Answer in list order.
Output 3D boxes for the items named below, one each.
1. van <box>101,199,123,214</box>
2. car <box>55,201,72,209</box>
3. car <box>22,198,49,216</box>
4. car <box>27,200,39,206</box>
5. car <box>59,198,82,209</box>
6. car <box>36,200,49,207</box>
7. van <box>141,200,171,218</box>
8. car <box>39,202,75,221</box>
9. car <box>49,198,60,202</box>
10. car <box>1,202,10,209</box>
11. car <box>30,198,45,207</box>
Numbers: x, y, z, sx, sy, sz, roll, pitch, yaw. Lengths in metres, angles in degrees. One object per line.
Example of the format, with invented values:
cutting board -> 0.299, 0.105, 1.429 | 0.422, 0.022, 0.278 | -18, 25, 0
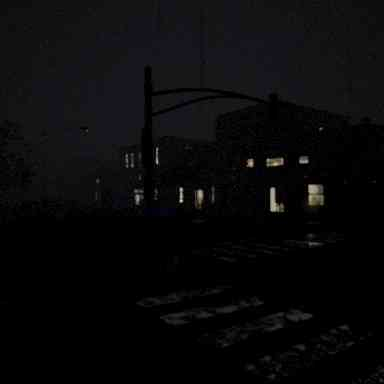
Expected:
van -> -10.430, 1.852, 43.263 | 1.690, 1.788, 3.998 | -2, 0, -36
car -> -23.773, 2.416, 61.547 | 1.802, 1.307, 4.206 | -2, 0, -36
car -> -20.534, 1.993, 42.947 | 2.192, 1.841, 5.009 | -2, 0, -36
car -> -40.462, 2.791, 84.400 | 2.008, 1.369, 4.403 | -2, 0, -36
car -> -20.443, 2.068, 56.976 | 2.192, 1.841, 5.009 | -2, 0, -36
car -> -33.887, 2.605, 75.396 | 1.752, 1.417, 4.829 | -2, 0, -36
van -> -3.755, 1.691, 34.123 | 1.690, 1.788, 3.998 | -2, 0, -36
car -> -13.752, 2.040, 33.669 | 1.752, 1.417, 4.829 | -2, 0, -36
car -> -23.520, 2.025, 56.813 | 2.150, 2.045, 5.566 | -1, 0, -36
car -> -37.115, 2.606, 65.662 | 1.752, 1.417, 4.829 | -2, 0, -36
car -> -37.131, 2.474, 79.829 | 2.192, 1.841, 5.009 | -2, 0, -36
